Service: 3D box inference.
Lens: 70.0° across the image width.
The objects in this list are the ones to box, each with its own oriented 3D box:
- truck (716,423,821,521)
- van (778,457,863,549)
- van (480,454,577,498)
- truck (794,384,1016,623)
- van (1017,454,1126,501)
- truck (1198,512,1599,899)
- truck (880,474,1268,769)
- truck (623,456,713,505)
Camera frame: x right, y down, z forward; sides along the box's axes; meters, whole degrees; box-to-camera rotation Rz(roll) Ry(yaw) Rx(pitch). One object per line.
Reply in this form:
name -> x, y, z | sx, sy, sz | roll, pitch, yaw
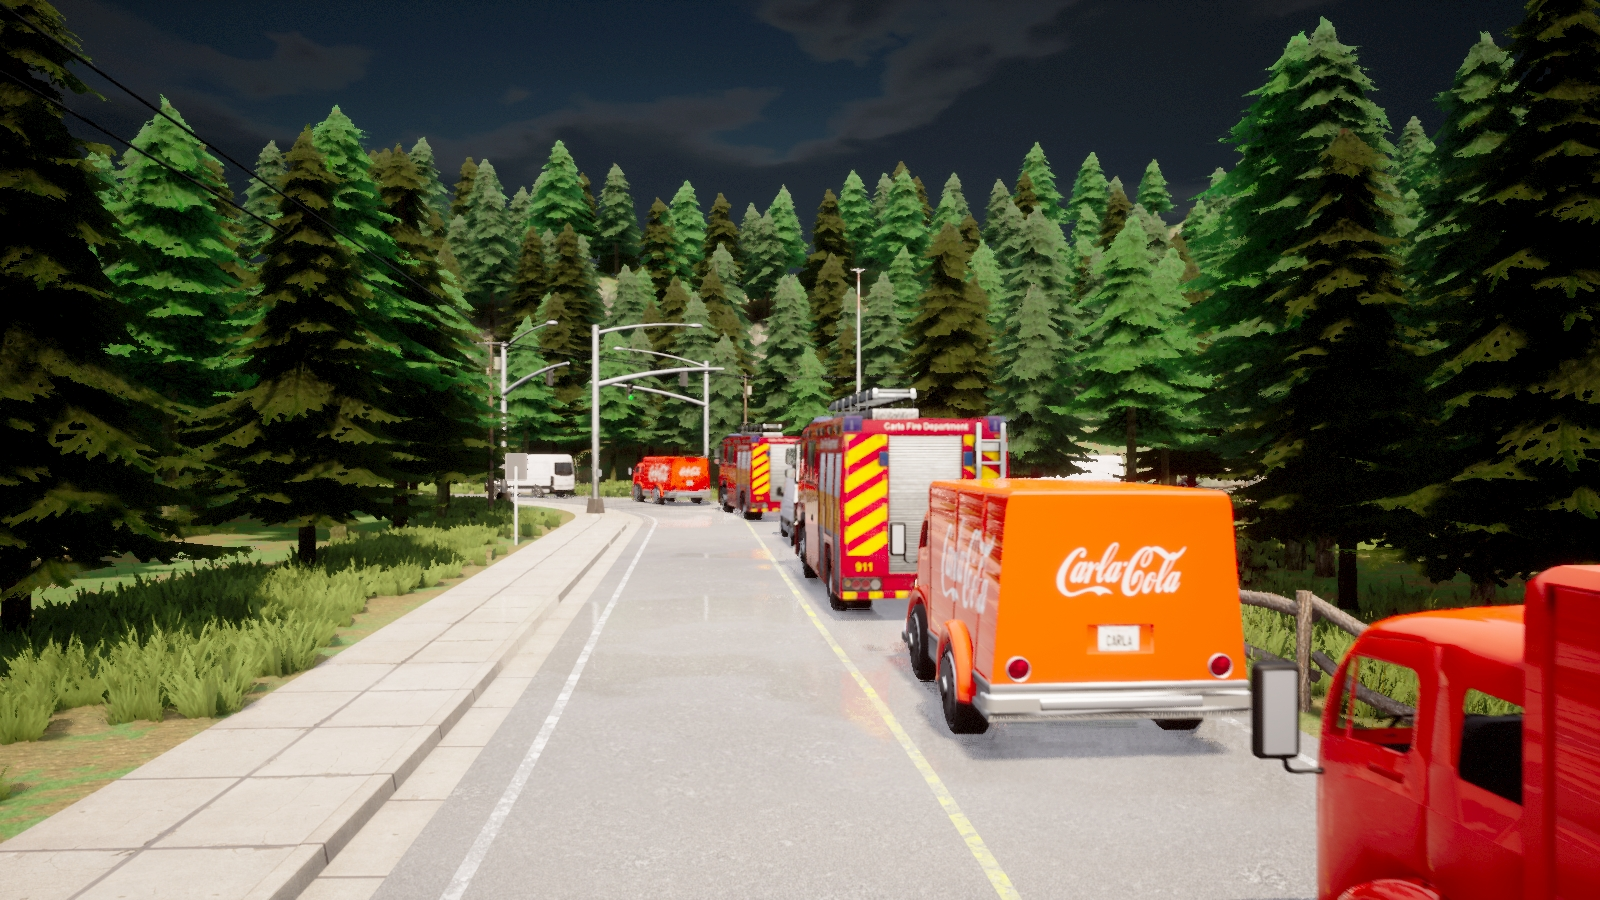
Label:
truck -> -1.512, 0.864, 48.903 | 2.891, 3.827, 8.468 | 0, 0, -13
van -> 0.526, 1.507, 35.273 | 1.988, 2.561, 5.915 | 0, 0, -5
van -> -16.248, 1.508, 68.158 | 5.915, 2.561, 1.988 | 0, 0, 31
truck -> 1.682, 0.864, 22.658 | 2.891, 3.827, 8.468 | 0, 0, -5
van -> 15.325, 1.535, 64.709 | 5.915, 2.561, 1.988 | 0, 0, 11
truck -> 3.348, 1.534, 2.862 | 2.627, 2.467, 5.204 | 0, 0, -4
truck -> 2.589, 1.531, 12.550 | 2.627, 2.467, 5.204 | 0, 0, -5
truck -> -6.992, 1.551, 60.148 | 2.627, 2.467, 5.204 | 0, 0, -34
